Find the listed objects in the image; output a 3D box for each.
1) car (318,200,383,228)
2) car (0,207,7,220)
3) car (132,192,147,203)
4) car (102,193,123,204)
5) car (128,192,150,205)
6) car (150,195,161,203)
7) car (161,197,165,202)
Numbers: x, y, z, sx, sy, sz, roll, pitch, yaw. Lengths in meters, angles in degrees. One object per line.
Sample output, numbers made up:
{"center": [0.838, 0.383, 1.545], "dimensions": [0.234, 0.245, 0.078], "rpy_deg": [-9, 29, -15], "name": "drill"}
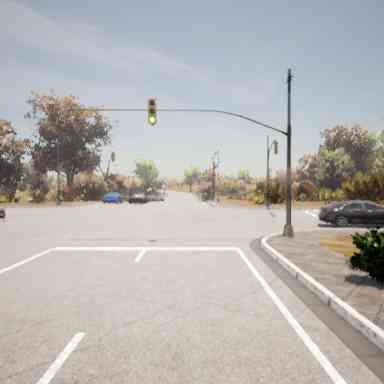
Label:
{"center": [9.942, 1.269, 19.273], "dimensions": [4.892, 1.490, 1.837], "rpy_deg": [0, 1, 10], "name": "car"}
{"center": [-14.666, 1.209, 21.425], "dimensions": [5.008, 1.535, 1.882], "rpy_deg": [0, 1, 0], "name": "car"}
{"center": [-10.604, 1.093, 67.222], "dimensions": [2.150, 2.045, 5.566], "rpy_deg": [0, -2, 0], "name": "car"}
{"center": [-10.662, 0.850, 44.917], "dimensions": [1.882, 1.535, 5.008], "rpy_deg": [0, 0, 0], "name": "car"}
{"center": [-7.160, 0.971, 44.059], "dimensions": [1.895, 1.301, 4.718], "rpy_deg": [0, 0, 0], "name": "car"}
{"center": [-7.159, 1.183, 58.911], "dimensions": [1.994, 1.385, 4.181], "rpy_deg": [0, -2, 0], "name": "car"}
{"center": [-7.104, 1.655, 73.662], "dimensions": [1.895, 1.301, 4.718], "rpy_deg": [0, -2, 0], "name": "car"}
